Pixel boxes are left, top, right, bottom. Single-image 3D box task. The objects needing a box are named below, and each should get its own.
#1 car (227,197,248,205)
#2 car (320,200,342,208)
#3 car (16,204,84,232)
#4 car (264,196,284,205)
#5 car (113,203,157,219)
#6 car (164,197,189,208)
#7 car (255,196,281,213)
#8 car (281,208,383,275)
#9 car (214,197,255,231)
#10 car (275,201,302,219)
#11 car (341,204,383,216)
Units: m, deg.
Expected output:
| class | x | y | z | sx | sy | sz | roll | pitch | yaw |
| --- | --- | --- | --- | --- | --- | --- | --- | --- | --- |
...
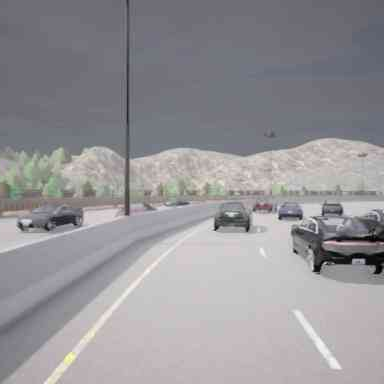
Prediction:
| class | x | y | z | sx | sy | sz | roll | pitch | yaw |
| --- | --- | --- | --- | --- | --- | --- | --- | --- | --- |
| car | 8.089 | 1.581 | 59.085 | 1.994 | 1.385 | 4.181 | 0 | 0 | 34 |
| car | 13.552 | 1.518 | 32.217 | 2.128 | 1.511 | 4.902 | 0 | 0 | 21 |
| car | -8.397 | 1.476 | 20.152 | 2.128 | 1.511 | 4.902 | 0 | 0 | 11 |
| car | 15.733 | 1.591 | 63.524 | 1.837 | 1.490 | 4.892 | 0 | 0 | 39 |
| car | -3.958 | 1.519 | 24.063 | 1.812 | 1.442 | 4.674 | 0 | 0 | 14 |
| car | -2.207 | 1.487 | 48.591 | 2.128 | 1.511 | 4.902 | 0 | 0 | 27 |
| car | 8.406 | 1.369 | 37.894 | 2.097 | 1.767 | 4.553 | 0 | 0 | 24 |
| car | 4.384 | 1.500 | 10.597 | 2.128 | 1.511 | 4.902 | 0 | 0 | 7 |
| car | 2.680 | 1.358 | 20.893 | 2.097 | 1.767 | 4.553 | 0 | 0 | 12 |
| car | 8.555 | 1.581 | 28.742 | 1.994 | 1.385 | 4.181 | 0 | 0 | 18 |
| car | 8.532 | 1.509 | 14.709 | 2.128 | 1.511 | 4.902 | 0 | 0 | 10 |
